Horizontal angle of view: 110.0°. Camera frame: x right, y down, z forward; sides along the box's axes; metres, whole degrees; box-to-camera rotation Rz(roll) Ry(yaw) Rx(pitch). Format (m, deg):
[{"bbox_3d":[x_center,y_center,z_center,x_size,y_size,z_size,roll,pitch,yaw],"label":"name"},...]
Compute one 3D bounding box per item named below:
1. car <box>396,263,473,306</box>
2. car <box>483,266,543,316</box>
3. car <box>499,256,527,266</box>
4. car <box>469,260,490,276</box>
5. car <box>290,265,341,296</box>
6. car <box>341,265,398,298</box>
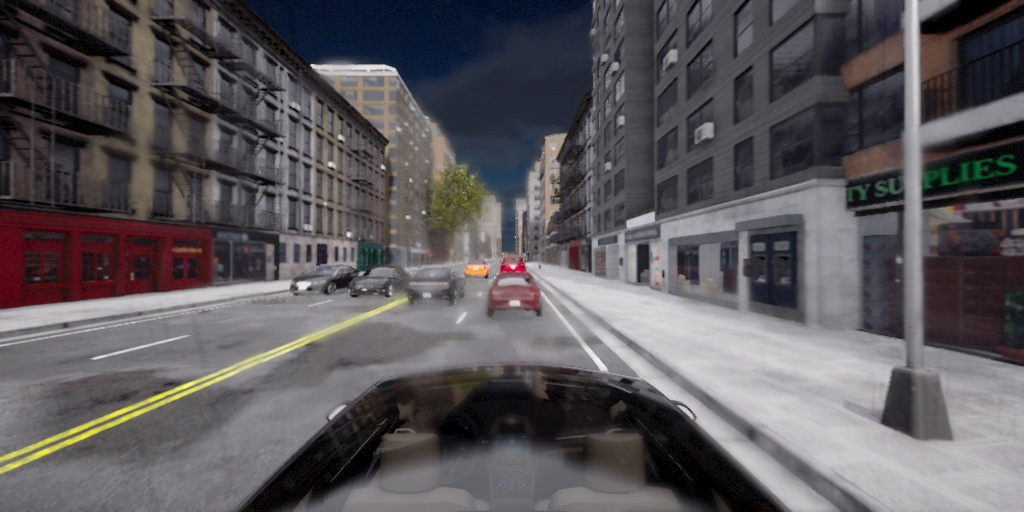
[{"bbox_3d":[-3.153,1.247,15.737,2.128,1.511,4.902,0,0,0],"label":"car"},{"bbox_3d":[0.099,1.279,13.187,1.812,1.442,4.674,0,0,0],"label":"car"},{"bbox_3d":[0.093,0.991,31.146,2.150,2.045,5.566,0,0,0],"label":"car"},{"bbox_3d":[-3.157,1.125,33.730,2.097,1.767,4.553,0,0,0],"label":"car"},{"bbox_3d":[-9.852,1.249,19.337,2.128,1.511,4.902,0,0,0],"label":"car"},{"bbox_3d":[-6.603,1.262,18.440,1.837,1.490,4.892,0,0,0],"label":"car"}]
